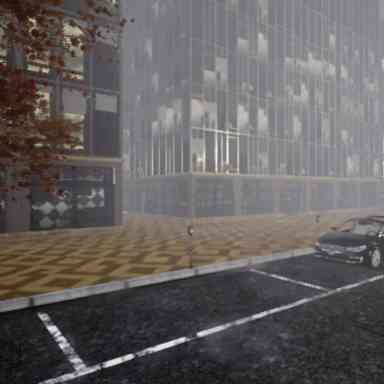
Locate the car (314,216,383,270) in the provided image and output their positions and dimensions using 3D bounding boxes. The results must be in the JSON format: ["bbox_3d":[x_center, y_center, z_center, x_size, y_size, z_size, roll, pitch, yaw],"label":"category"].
[{"bbox_3d":[5.704,1.469,10.624,4.403,1.369,2.008,-1,1,-35],"label":"car"}]
